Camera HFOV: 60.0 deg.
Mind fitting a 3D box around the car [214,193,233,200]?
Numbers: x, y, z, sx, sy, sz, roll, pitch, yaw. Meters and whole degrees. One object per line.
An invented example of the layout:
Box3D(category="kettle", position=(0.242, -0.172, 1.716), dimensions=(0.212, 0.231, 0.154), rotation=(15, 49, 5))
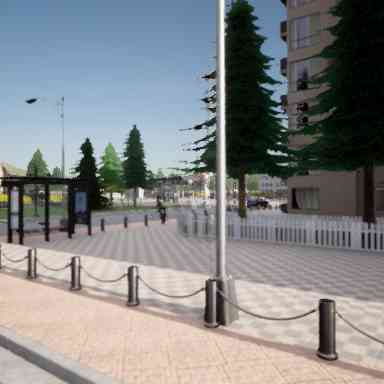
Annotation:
Box3D(category="car", position=(8.578, 1.537, 89.112), dimensions=(3.806, 1.475, 1.970), rotation=(0, 0, 35))

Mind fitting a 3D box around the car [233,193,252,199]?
Box3D(category="car", position=(12.926, 1.501, 82.401), dimensions=(3.633, 1.501, 1.845), rotation=(0, 0, 35))

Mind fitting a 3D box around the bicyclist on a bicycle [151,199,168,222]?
Box3D(category="bicyclist on a bicycle", position=(-2.350, 1.340, 23.827), dimensions=(1.656, 1.620, 0.582), rotation=(-1, 0, 35))

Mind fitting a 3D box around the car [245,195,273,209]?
Box3D(category="car", position=(9.204, 1.556, 46.851), dimensions=(1.837, 1.490, 4.892), rotation=(0, 0, 36))
